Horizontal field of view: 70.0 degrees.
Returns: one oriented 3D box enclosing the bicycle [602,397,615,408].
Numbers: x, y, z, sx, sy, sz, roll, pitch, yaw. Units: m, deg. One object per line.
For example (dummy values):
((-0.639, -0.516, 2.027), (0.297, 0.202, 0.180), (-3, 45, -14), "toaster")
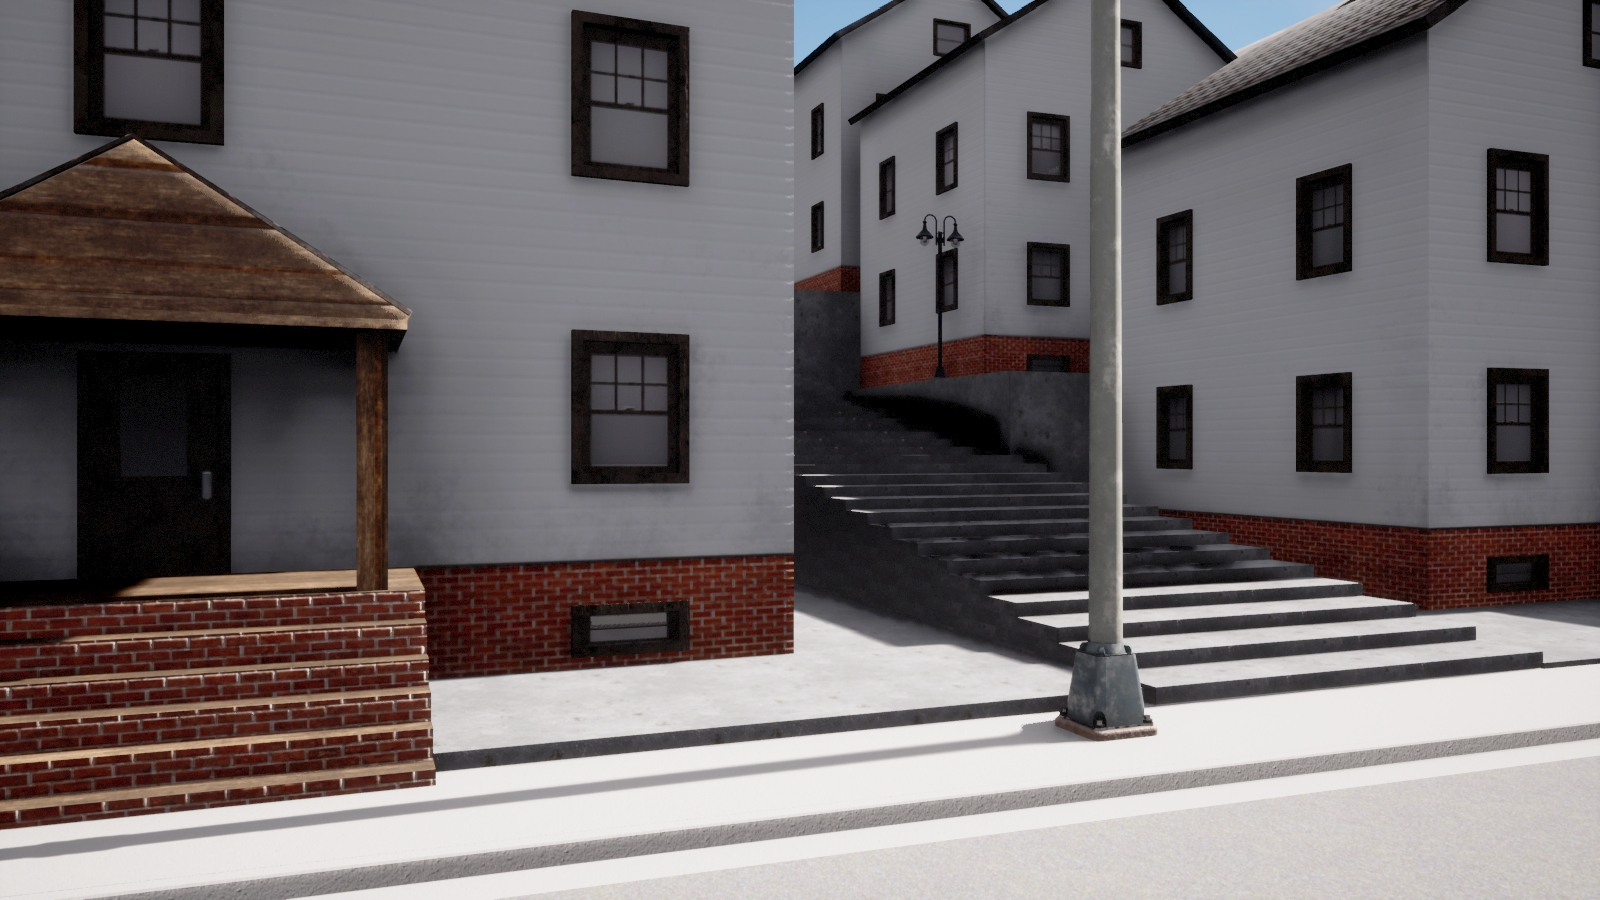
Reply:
((-23.762, -5.855, 141.687), (1.487, 1.301, 0.859), (0, 0, -17), "bicycle")
